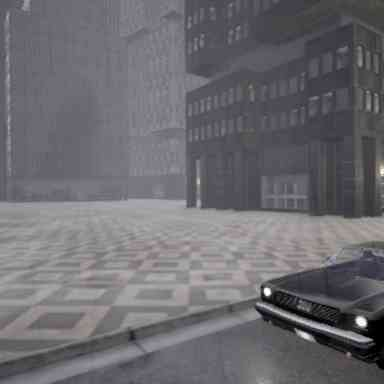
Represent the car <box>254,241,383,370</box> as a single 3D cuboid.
[{"bbox_3d":[3.308,1.613,5.740,4.718,1.301,1.895,0,0,-36],"label":"car"}]
